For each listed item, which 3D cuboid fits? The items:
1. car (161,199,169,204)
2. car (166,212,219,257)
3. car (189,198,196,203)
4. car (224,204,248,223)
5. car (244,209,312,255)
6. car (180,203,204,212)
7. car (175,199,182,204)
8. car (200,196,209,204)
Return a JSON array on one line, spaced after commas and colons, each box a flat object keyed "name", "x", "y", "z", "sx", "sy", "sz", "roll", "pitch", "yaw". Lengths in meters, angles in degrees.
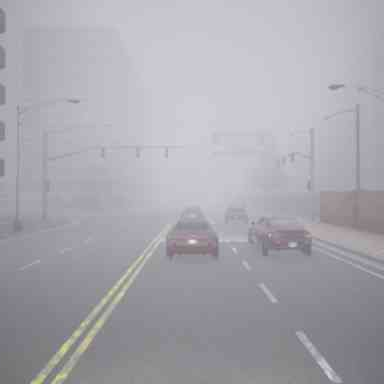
[{"name": "car", "x": -6.932, "y": 2.452, "z": 85.589, "sx": 1.812, "sy": 1.442, "sz": 4.674, "roll": 0, "pitch": -1, "yaw": 0}, {"name": "car", "x": 0.029, "y": 1.713, "z": 13.535, "sx": 1.994, "sy": 1.385, "sz": 4.181, "roll": 0, "pitch": -1, "yaw": 0}, {"name": "car", "x": 0.073, "y": 2.504, "z": 91.854, "sx": 2.128, "sy": 1.511, "sz": 4.902, "roll": 0, "pitch": -1, "yaw": 0}, {"name": "car", "x": 3.777, "y": 1.802, "z": 28.454, "sx": 2.128, "sy": 1.511, "sz": 4.902, "roll": 0, "pitch": 0, "yaw": 6}, {"name": "car", "x": 3.531, "y": 1.677, "z": 13.884, "sx": 1.812, "sy": 1.442, "sz": 4.674, "roll": 0, "pitch": 0, "yaw": 0}, {"name": "car", "x": 0.041, "y": 1.873, "z": 28.414, "sx": 1.994, "sy": 1.385, "sz": 4.181, "roll": 0, "pitch": -1, "yaw": 0}, {"name": "car", "x": -3.432, "y": 2.522, "z": 85.556, "sx": 1.895, "sy": 1.301, "sz": 4.718, "roll": 0, "pitch": -1, "yaw": 0}, {"name": "car", "x": 3.573, "y": 2.205, "z": 91.893, "sx": 2.150, "sy": 2.045, "sz": 5.566, "roll": 0, "pitch": -1, "yaw": 0}]
